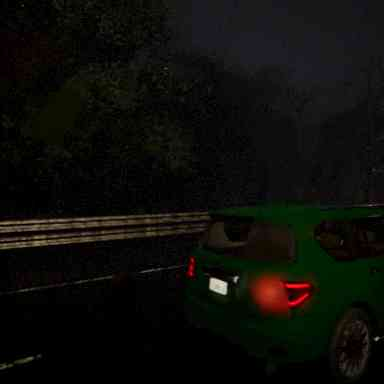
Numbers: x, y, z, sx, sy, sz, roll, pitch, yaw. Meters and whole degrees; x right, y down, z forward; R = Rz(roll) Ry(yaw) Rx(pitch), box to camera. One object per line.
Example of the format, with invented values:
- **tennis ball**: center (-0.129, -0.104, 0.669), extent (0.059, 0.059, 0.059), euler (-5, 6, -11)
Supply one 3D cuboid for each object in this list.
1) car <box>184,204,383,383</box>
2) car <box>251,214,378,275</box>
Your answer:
- **car**: center (2.492, 1.217, 5.549), extent (5.566, 2.045, 2.150), euler (0, 0, -36)
- **car**: center (4.160, 1.557, 11.075), extent (4.181, 1.385, 1.994), euler (0, 0, -36)
